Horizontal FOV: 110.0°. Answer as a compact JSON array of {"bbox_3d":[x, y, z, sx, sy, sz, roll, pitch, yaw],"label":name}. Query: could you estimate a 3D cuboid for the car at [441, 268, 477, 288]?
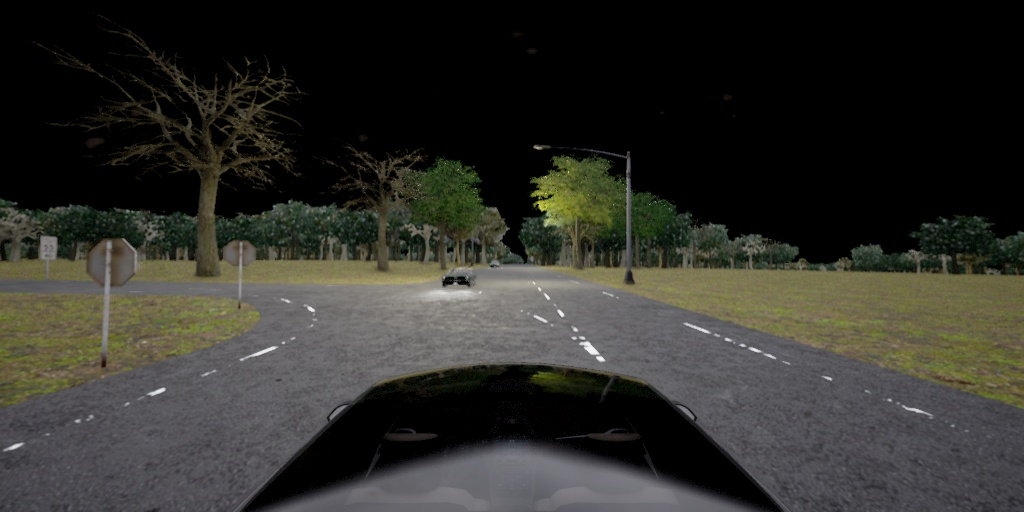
[{"bbox_3d":[-3.502,1.460,24.403,1.895,1.301,4.718,1,-1,0],"label":"car"}]
